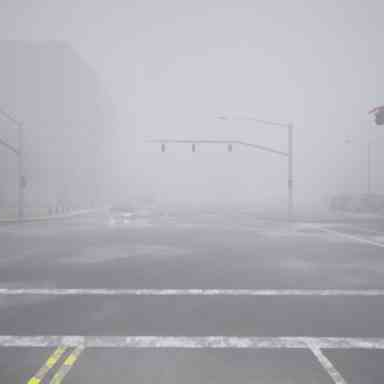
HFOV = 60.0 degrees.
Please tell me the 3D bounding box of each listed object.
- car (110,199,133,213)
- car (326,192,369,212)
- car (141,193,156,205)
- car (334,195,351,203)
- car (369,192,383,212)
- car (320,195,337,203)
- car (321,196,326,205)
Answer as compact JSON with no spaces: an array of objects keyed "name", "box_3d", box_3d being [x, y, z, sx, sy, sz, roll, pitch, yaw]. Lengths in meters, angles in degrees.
[{"name":"car","box_3d":[-7.866,1.559,37.469,1.812,1.442,4.674,0,0,0]},{"name":"car","box_3d":[16.690,1.173,35.905,1.932,1.855,4.605,0,0,0]},{"name":"car","box_3d":[-7.992,1.276,61.688,2.150,2.045,5.566,0,0,0]},{"name":"car","box_3d":[30.901,1.401,68.442,1.784,1.438,3.905,0,0,0]},{"name":"car","box_3d":[19.585,1.176,35.856,1.905,1.878,3.866,0,0,0]},{"name":"car","box_3d":[28.006,1.433,68.438,1.970,1.475,3.806,0,0,0]},{"name":"car","box_3d":[22.262,1.425,53.327,1.970,1.475,3.806,0,0,0]}]
